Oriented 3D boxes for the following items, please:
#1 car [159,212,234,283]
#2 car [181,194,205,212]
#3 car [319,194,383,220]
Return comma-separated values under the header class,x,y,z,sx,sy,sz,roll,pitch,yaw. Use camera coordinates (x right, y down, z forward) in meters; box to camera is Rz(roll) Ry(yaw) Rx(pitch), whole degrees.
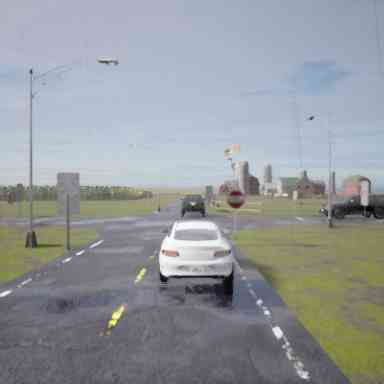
class,x,y,z,sx,sy,sz,roll,pitch,yaw
car,0.102,1.527,9.591,1.812,1.442,4.674,0,0,0
car,0.104,1.208,31.845,2.150,2.045,5.566,0,-1,0
car,13.667,1.200,27.912,5.566,2.045,2.150,0,1,-2
